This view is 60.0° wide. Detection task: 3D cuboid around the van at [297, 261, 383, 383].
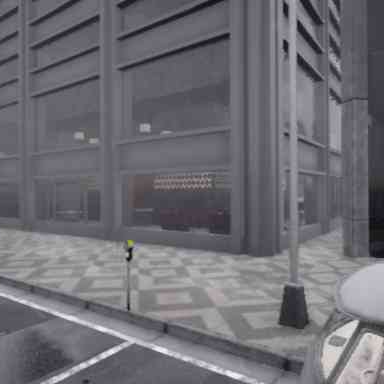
[{"bbox_3d":[2.389,1.328,1.255,3.998,1.788,1.690,-1,0,36],"label":"van"}]
